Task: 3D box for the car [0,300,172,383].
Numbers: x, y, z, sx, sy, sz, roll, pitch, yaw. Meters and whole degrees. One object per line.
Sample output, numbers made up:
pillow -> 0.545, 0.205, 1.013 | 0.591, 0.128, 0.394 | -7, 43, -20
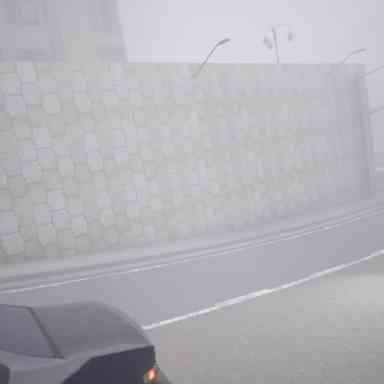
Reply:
car -> -2.737, 1.554, 1.992 | 5.357, 1.411, 2.033 | 0, 0, -35
